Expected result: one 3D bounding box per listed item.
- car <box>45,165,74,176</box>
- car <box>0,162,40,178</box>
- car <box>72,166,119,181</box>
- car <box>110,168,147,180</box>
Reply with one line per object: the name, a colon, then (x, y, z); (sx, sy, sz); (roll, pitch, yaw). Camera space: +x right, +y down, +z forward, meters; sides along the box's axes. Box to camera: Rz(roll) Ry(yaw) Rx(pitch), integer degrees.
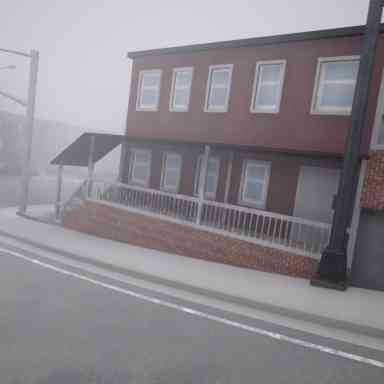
car: (-15.559, -2.722, 41.074); (1.837, 1.490, 4.892); (11, 6, 35)
car: (-17.654, -2.151, 32.260); (2.033, 1.411, 5.357); (11, 6, 36)
car: (-11.402, -2.144, 40.939); (2.033, 1.411, 5.357); (11, 6, 36)
car: (-9.425, -2.671, 49.592); (2.033, 1.411, 5.357); (11, 6, 36)
